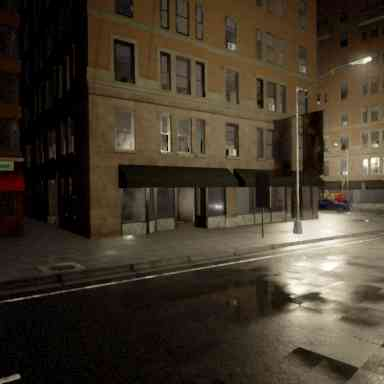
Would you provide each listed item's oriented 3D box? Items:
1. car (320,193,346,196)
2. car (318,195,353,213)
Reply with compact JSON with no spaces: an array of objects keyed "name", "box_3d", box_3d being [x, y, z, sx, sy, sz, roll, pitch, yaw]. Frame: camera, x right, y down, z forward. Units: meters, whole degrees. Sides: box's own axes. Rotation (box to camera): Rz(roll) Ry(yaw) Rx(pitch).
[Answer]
[{"name":"car","box_3d":[16.652,1.083,41.015,2.192,1.841,5.009,0,1,-44]},{"name":"car","box_3d":[14.404,1.396,35.053,1.812,1.442,4.674,-1,1,-43]}]
